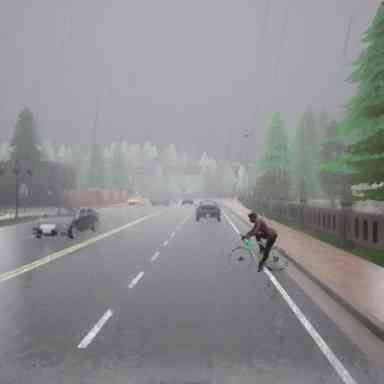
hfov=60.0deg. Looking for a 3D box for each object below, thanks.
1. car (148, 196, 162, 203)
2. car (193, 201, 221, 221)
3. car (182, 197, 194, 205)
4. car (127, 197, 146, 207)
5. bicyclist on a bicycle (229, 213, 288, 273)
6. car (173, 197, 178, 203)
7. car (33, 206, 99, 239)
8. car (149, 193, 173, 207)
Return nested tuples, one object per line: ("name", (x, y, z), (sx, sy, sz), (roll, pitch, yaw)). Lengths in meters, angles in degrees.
("car", (-7.380, 1.492, 67.093), (2.033, 1.411, 5.357), (0, 0, 3))
("car", (1.326, 1.482, 27.168), (1.837, 1.490, 4.892), (0, 0, 3))
("car", (-0.665, 1.551, 58.701), (1.895, 1.301, 4.718), (0, 0, 3))
("car", (-8.420, 1.433, 50.632), (1.882, 1.535, 5.008), (0, 0, 6))
("bicyclist on a bicycle", (1.842, 1.411, 9.254), (1.656, 1.620, 0.582), (0, 0, 3))
("car", (-3.906, 1.545, 66.675), (1.895, 1.301, 4.718), (0, 0, 3))
("car", (-6.318, 1.477, 17.231), (2.128, 1.511, 4.902), (0, 0, 3))
("car", (-4.738, 1.179, 50.660), (2.150, 2.045, 5.566), (0, 0, 3))
